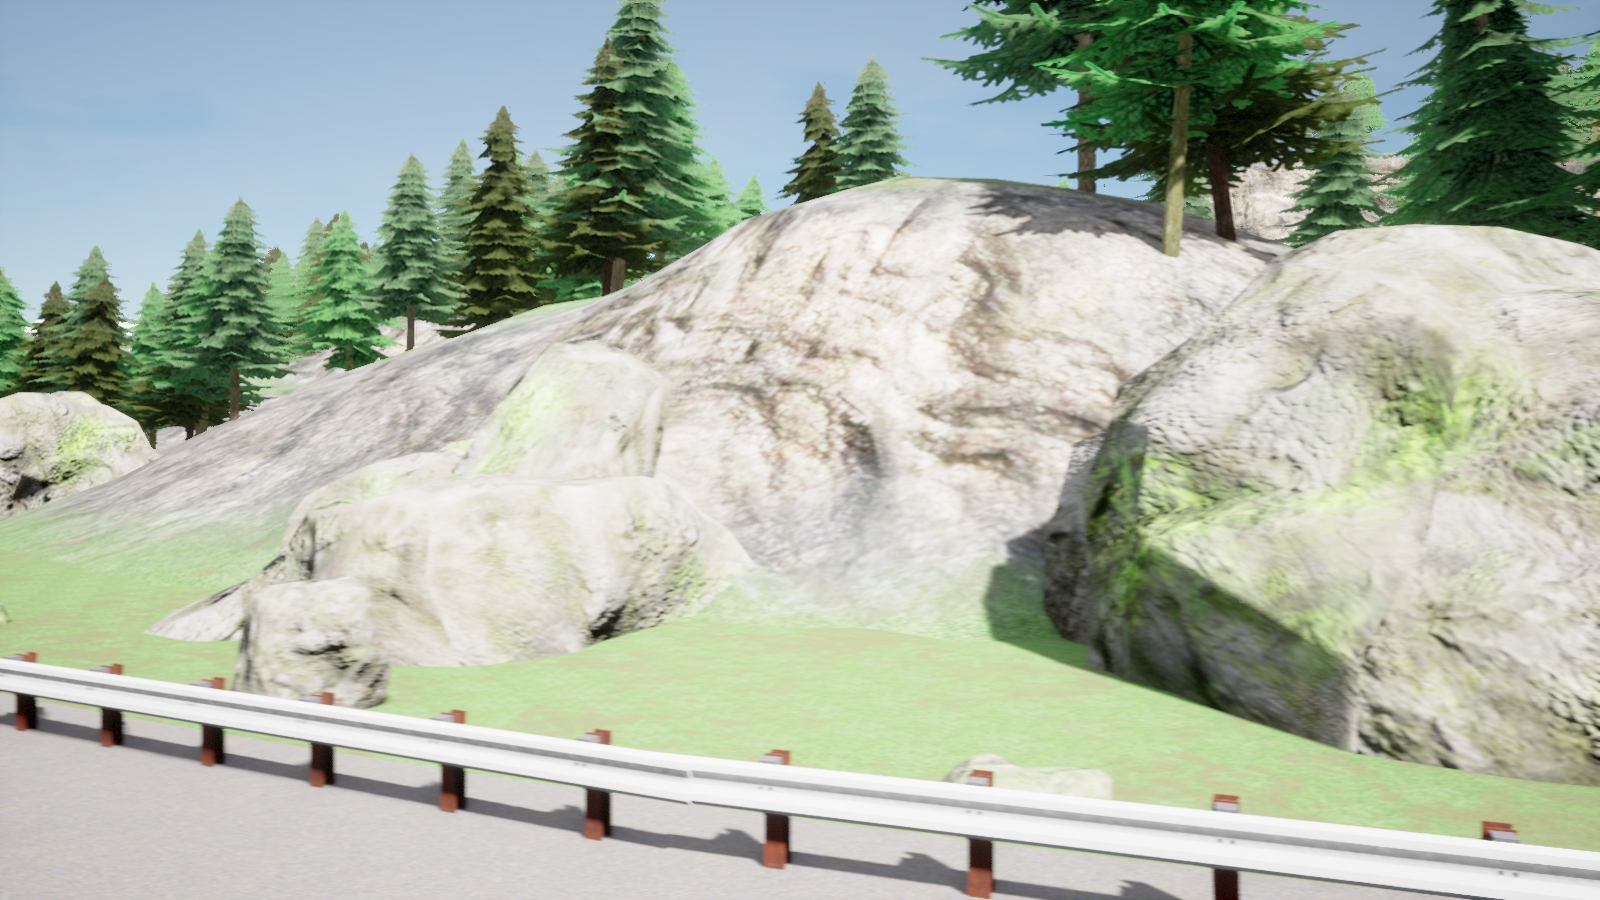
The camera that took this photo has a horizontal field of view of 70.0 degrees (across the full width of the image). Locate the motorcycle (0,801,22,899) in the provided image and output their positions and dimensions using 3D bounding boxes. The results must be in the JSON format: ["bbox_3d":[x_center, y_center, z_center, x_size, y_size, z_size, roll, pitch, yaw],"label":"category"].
[{"bbox_3d":[-4.539,2.178,5.108,2.033,1.217,0.803,0,0,24],"label":"motorcycle"}]
